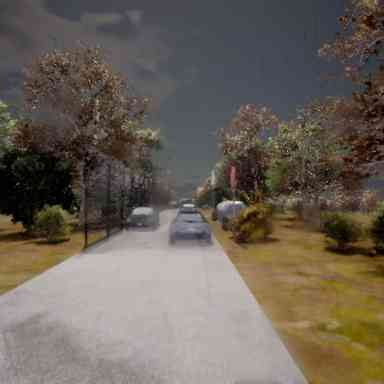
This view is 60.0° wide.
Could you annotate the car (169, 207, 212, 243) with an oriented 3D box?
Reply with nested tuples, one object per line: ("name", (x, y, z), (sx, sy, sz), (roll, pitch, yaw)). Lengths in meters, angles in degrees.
("car", (-0.086, 1.641, 16.596), (1.994, 1.385, 4.181), (0, -1, -1))

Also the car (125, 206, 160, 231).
("car", (-3.105, 1.655, 21.728), (1.812, 1.442, 4.674), (0, -1, -1))

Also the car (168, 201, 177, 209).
("car", (-3.520, 2.504, 63.260), (1.882, 1.535, 5.008), (0, -2, 0))

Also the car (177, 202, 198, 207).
("car", (-0.329, 1.831, 34.115), (1.812, 1.442, 4.674), (0, -1, -1))
